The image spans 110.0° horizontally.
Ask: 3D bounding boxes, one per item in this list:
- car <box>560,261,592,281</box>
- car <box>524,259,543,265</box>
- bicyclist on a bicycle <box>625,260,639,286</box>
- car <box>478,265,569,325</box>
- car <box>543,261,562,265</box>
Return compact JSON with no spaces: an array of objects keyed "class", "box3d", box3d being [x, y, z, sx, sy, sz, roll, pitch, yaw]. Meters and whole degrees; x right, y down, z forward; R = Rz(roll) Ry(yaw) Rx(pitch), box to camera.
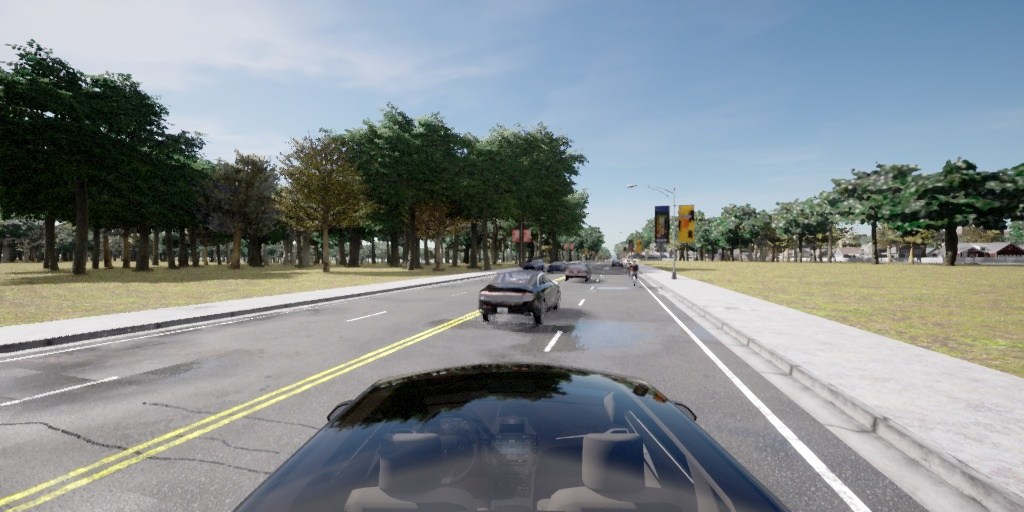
[{"class":"car","box3d":[5.555,1.303,29.786,2.033,1.411,5.357,0,0,16]},{"class":"car","box3d":[2.682,1.114,43.995,2.097,1.767,4.553,0,0,16]},{"class":"bicyclist on a bicycle","box3d":[7.813,1.125,23.028,0.659,1.776,1.843,0,0,16]},{"class":"car","box3d":[0.424,1.243,12.000,2.128,1.511,4.902,0,0,16]},{"class":"car","box3d":[5.346,1.308,41.510,2.033,1.411,5.357,0,0,16]}]
